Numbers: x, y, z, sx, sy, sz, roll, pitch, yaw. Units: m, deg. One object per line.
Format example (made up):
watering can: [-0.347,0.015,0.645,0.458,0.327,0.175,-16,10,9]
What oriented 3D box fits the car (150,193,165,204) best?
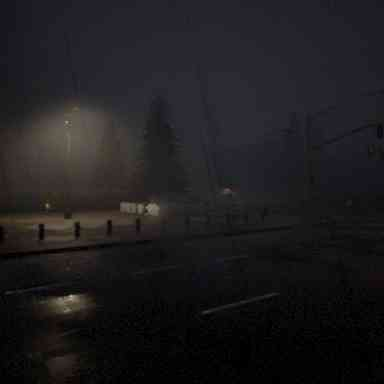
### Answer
car: [-6.634,1.186,55.966,2.150,2.045,5.566,0,0,-35]

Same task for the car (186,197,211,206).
car: [0.968,1.436,51.320,1.882,1.535,5.008,0,0,-35]
